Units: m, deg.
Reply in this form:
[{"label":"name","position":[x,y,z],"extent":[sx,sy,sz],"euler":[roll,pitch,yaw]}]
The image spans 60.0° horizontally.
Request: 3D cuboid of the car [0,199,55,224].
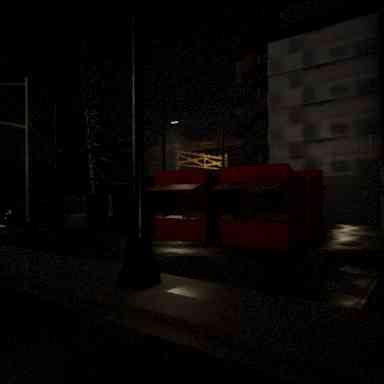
[{"label":"car","position":[-12.922,1.491,26.298],"extent":[2.097,1.767,4.553],"euler":[-1,-1,36]}]
